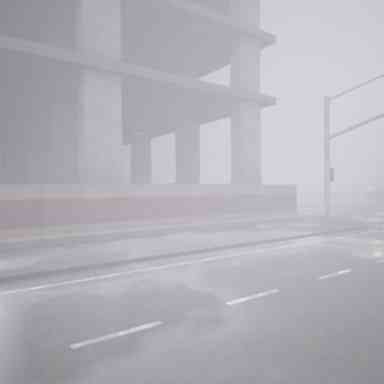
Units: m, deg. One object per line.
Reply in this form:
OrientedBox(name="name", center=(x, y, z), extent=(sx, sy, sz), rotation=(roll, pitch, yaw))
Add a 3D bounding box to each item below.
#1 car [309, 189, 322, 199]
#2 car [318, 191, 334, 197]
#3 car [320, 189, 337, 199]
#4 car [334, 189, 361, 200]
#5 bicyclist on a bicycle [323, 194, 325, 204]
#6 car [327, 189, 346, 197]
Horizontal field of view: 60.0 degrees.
OrientedBox(name="car", center=(24.552, 0.435, 63.894), extent=(4.605, 1.855, 1.932), rotation=(-1, 1, -35))
OrientedBox(name="car", center=(32.017, 0.454, 79.529), extent=(3.905, 1.438, 1.784), rotation=(-1, 1, -35))
OrientedBox(name="car", center=(26.146, 0.645, 61.735), extent=(3.905, 1.438, 1.784), rotation=(-1, 1, -35))
OrientedBox(name="car", center=(27.818, 0.677, 59.372), extent=(3.806, 1.475, 1.970), rotation=(-1, 1, -35))
OrientedBox(name="bicyclist on a bicycle", center=(17.439, 0.755, 43.124), extent=(1.656, 1.620, 0.582), rotation=(-1, 1, -36))
OrientedBox(name="car", center=(33.636, 0.245, 77.127), extent=(4.605, 1.855, 1.932), rotation=(-1, 1, -35))
